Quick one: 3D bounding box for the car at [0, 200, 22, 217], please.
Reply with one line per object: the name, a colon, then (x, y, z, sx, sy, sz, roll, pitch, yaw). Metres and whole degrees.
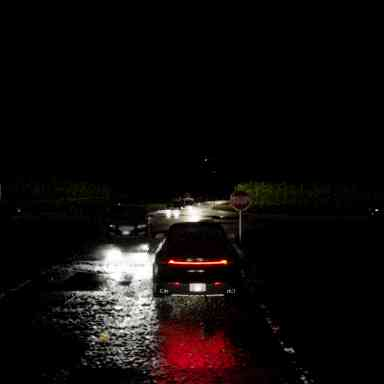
car: (-17.602, 1.379, 29.375, 4.902, 1.511, 2.128, 0, 0, 4)

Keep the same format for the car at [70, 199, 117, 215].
car: (-9.421, 1.445, 32.666, 4.902, 1.511, 2.128, 0, 0, 3)

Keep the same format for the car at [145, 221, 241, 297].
car: (0.096, 1.506, 8.533, 1.837, 1.490, 4.892, 0, 0, 0)

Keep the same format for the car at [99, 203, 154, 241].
car: (-2.981, 1.493, 16.824, 2.128, 1.511, 4.902, 0, 0, -3)

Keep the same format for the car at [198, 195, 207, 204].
car: (1.096, 1.605, 66.829, 1.994, 1.385, 4.181, 0, 0, 11)

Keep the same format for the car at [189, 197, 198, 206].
car: (-0.687, 1.628, 56.312, 1.895, 1.301, 4.718, 0, 0, 8)

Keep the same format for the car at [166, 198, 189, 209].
car: (-2.174, 1.508, 44.954, 2.128, 1.511, 4.902, 0, 0, 9)

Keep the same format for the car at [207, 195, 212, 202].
car: (3.354, 1.422, 77.010, 2.097, 1.767, 4.553, 0, 0, 13)

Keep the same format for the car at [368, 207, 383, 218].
car: (18.868, 1.736, 30.526, 4.718, 1.301, 1.895, 0, 0, 5)
